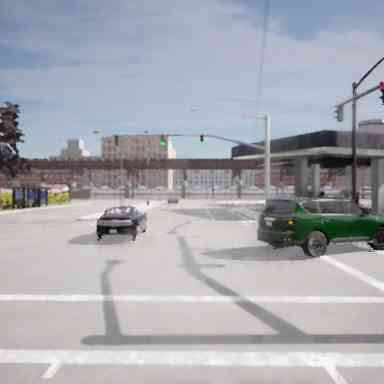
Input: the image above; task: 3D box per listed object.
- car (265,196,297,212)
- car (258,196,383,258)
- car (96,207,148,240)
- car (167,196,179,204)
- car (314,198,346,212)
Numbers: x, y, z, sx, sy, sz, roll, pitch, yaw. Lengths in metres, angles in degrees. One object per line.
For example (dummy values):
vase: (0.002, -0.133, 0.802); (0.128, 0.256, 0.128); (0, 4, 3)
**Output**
car: (9.710, 1.265, 36.693); (2.242, 1.667, 4.611); (0, 0, 0)
car: (5.179, 1.211, 12.785); (5.566, 2.045, 2.150); (0, -2, -24)
car: (-3.400, 1.477, 16.780); (2.128, 1.511, 4.902); (0, 0, 0)
car: (-3.499, 1.512, 61.957); (1.994, 1.385, 4.181); (0, 0, 0)
car: (15.455, 1.425, 37.456); (1.970, 1.475, 3.806); (0, 0, 0)
